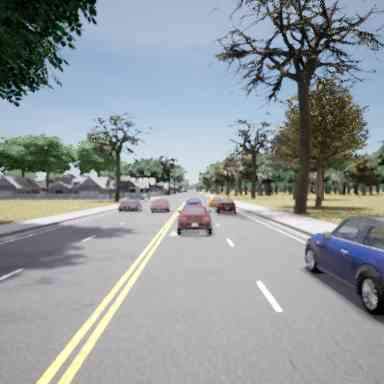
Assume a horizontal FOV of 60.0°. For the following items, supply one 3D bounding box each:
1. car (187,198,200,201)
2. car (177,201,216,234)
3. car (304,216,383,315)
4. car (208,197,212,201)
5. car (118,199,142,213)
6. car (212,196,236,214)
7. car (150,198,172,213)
[{"bbox_3d":[0.195,1.390,37.257,1.812,1.442,4.674,0,0,0],"label":"car"},{"bbox_3d":[0.145,1.453,18.705,1.812,1.442,4.674,0,0,0],"label":"car"},{"bbox_3d":[4.239,1.324,7.646,2.097,1.767,4.553,0,0,0],"label":"car"},{"bbox_3d":[3.387,1.311,47.227,1.882,1.535,5.008,0,1,1],"label":"car"},{"bbox_3d":[-6.505,1.428,35.359,1.994,1.385,4.181,0,0,0],"label":"car"},{"bbox_3d":[3.404,1.356,34.249,1.882,1.535,5.008,0,0,1],"label":"car"},{"bbox_3d":[-3.257,1.394,34.996,1.812,1.442,4.674,0,0,0],"label":"car"}]
